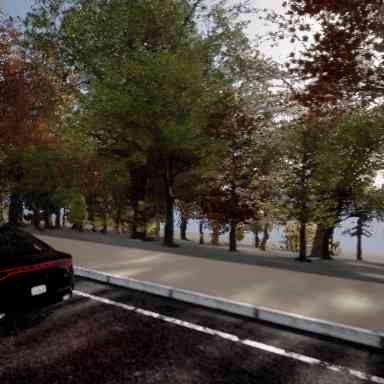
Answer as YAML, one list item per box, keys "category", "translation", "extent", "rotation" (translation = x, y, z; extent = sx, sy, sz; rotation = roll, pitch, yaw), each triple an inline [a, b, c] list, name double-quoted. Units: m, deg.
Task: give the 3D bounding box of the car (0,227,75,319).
- category: "car"
  translation: [-4.540, 1.458, 6.929]
  extent: [5.008, 1.535, 1.882]
  rotation: [0, 0, 36]
